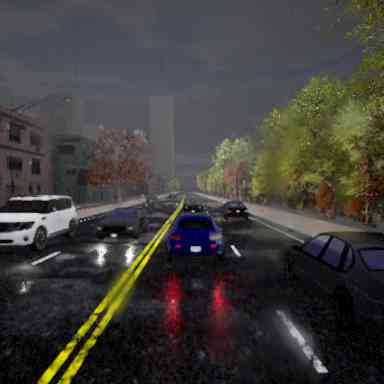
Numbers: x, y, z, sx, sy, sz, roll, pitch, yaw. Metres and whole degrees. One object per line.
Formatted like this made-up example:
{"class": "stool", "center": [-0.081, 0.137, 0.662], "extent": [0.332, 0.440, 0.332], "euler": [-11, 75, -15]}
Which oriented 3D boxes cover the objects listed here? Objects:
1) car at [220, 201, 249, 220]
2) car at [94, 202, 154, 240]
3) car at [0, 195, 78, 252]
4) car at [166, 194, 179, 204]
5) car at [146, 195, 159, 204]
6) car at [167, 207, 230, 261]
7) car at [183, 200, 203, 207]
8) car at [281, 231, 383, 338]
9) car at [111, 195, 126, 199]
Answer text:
{"class": "car", "center": [3.356, 1.435, 26.822], "extent": [2.033, 1.411, 5.357], "euler": [0, 0, 0]}
{"class": "car", "center": [-3.348, 1.477, 16.945], "extent": [2.033, 1.411, 5.357], "euler": [0, 0, 0]}
{"class": "car", "center": [-6.597, 1.164, 13.956], "extent": [2.150, 2.045, 5.566], "euler": [0, 0, 0]}
{"class": "car", "center": [-3.457, 1.108, 59.008], "extent": [2.097, 1.767, 4.553], "euler": [0, 0, 0]}
{"class": "car", "center": [-6.671, 1.258, 56.349], "extent": [2.128, 1.511, 4.902], "euler": [0, 0, 0]}
{"class": "car", "center": [0.117, 1.476, 11.965], "extent": [1.812, 1.442, 4.674], "euler": [0, 0, 0]}
{"class": "car", "center": [0.108, 1.464, 32.857], "extent": [1.895, 1.301, 4.718], "euler": [0, 0, 0]}
{"class": "car", "center": [3.353, 1.519, 6.761], "extent": [2.033, 1.411, 5.357], "euler": [0, 0, 0]}
{"class": "car", "center": [-20.674, 1.438, 93.018], "extent": [4.313, 1.339, 1.947], "euler": [-1, 1, -1]}
